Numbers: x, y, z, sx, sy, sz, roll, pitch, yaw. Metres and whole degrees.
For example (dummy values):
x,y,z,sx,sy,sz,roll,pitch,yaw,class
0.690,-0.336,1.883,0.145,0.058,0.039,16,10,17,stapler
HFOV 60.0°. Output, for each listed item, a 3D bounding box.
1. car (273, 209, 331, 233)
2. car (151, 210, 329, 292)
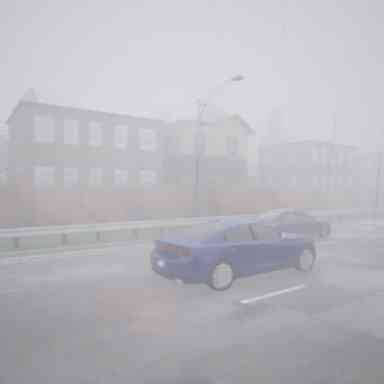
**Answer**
x,y,z,sx,sy,sz,roll,pitch,yaw,class
4.559,1.507,15.621,4.674,1.442,1.812,0,0,-36,car
1.323,1.468,9.040,5.008,1.535,1.882,0,0,-35,car
